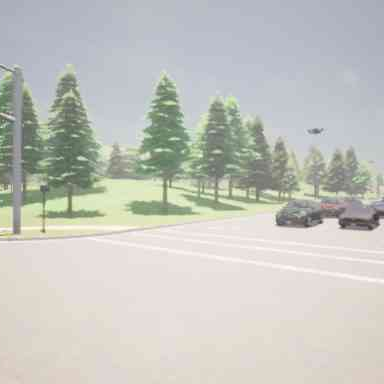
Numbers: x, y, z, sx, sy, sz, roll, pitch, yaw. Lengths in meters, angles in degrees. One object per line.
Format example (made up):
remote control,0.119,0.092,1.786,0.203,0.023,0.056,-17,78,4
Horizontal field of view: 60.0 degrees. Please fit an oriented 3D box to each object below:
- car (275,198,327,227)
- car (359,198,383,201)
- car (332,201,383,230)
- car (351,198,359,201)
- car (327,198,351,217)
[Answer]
car,7.260,1.308,22.414,2.097,1.767,4.553,0,0,35
car,16.674,1.525,29.709,2.033,1.411,5.357,0,0,35
car,10.877,1.525,21.476,2.033,1.411,5.357,0,0,35
car,18.032,1.460,37.704,1.837,1.490,4.892,0,0,35
car,12.359,1.307,29.656,2.097,1.767,4.553,0,0,35
